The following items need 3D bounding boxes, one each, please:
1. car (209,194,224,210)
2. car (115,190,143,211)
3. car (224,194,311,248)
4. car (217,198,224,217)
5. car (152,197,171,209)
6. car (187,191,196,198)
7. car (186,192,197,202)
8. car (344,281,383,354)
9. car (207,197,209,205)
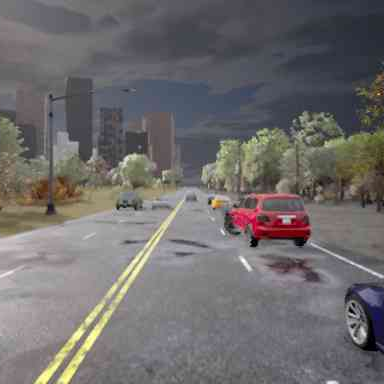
[{"bbox_3d":[3.191,1.110,36.048,1.882,1.535,5.008,0,0,0],"label":"car"},{"bbox_3d":[-6.653,0.864,35.802,2.150,2.045,5.566,0,1,0],"label":"car"},{"bbox_3d":[3.094,1.077,14.353,2.150,2.045,5.566,0,1,-5],"label":"car"},{"bbox_3d":[3.212,1.343,25.076,1.895,1.301,4.718,0,1,0],"label":"car"},{"bbox_3d":[-3.406,1.225,37.583,1.895,1.301,4.718,0,1,0],"label":"car"},{"bbox_3d":[-0.133,0.627,77.865,2.128,1.511,4.902,0,1,0],"label":"car"},{"bbox_3d":[-0.096,0.886,57.686,2.128,1.511,4.902,0,1,0],"label":"car"},{"bbox_3d":[3.249,1.468,3.068,2.163,1.488,4.792,0,1,0],"label":"car"},{"bbox_3d":[3.172,1.016,47.081,2.163,1.488,4.792,0,0,0],"label":"car"}]
